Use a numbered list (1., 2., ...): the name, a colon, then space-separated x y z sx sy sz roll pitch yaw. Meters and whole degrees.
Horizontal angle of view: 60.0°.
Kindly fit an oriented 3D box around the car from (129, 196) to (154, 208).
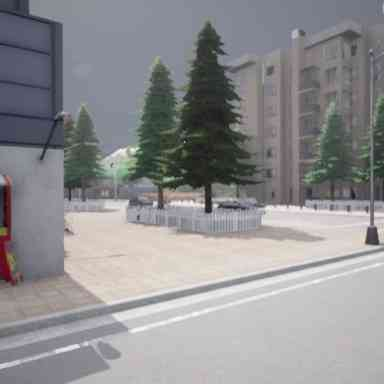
1. car: -6.937 1.384 45.196 1.837 1.490 4.892 0 0 -36

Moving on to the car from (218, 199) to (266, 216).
1. car: 4.366 1.367 29.470 2.128 1.511 4.902 0 0 -36
